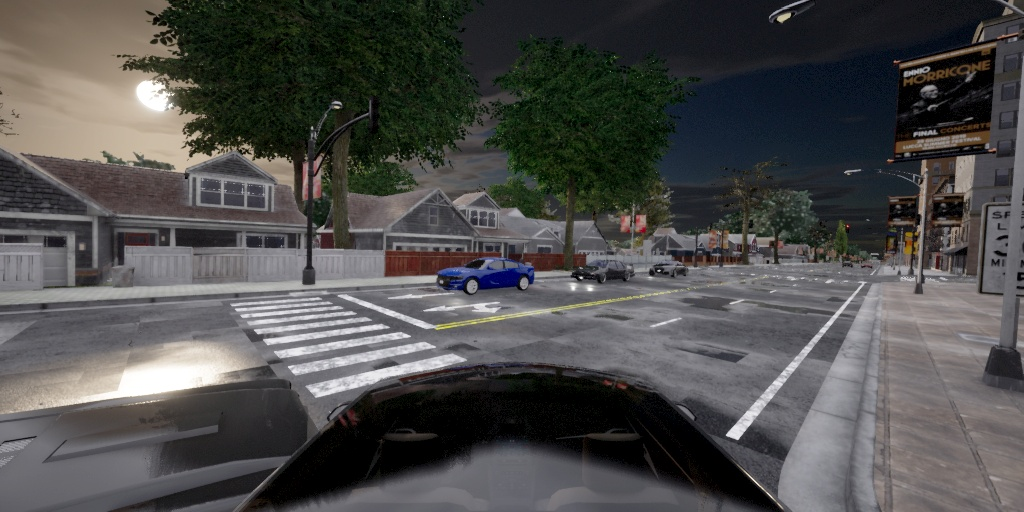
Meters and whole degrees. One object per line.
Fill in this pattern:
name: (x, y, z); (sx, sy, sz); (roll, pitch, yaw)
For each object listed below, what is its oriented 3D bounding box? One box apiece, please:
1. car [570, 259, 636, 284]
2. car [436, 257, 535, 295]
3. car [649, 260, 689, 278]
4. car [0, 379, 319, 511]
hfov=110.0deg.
car: (6.085, 0.939, 23.393); (5.357, 1.411, 2.033); (0, 2, -44)
car: (-1.092, 0.810, 16.484); (5.008, 1.535, 1.882); (0, 2, -44)
car: (13.293, 1.018, 30.303); (4.181, 1.385, 1.994); (0, 2, -44)
car: (-3.311, 1.287, 1.302); (4.718, 1.301, 1.895); (1, 2, -34)
